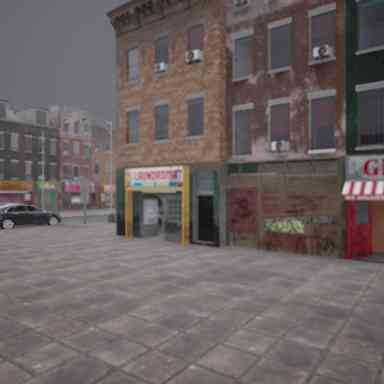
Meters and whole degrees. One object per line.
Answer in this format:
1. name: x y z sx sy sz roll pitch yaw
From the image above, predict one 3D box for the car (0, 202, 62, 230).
1. car: -10.706 1.516 21.176 1.837 1.490 4.892 0 0 35
